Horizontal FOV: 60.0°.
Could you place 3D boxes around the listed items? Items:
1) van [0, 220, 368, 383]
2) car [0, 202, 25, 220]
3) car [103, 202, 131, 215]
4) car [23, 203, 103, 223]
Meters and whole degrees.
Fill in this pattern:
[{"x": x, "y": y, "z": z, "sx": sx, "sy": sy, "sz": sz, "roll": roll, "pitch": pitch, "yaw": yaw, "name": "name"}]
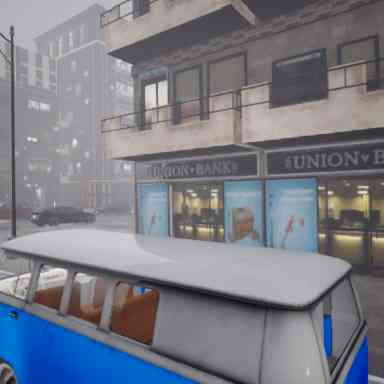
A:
[{"x": -0.479, "y": 1.341, "z": 3.202, "sx": 3.998, "sy": 1.788, "sz": 1.690, "roll": 0, "pitch": -1, "yaw": 36, "name": "van"}, {"x": -15.324, "y": 1.603, "z": 27.343, "sx": 1.967, "sy": 1.590, "sz": 4.097, "roll": -2, "pitch": -1, "yaw": 36, "name": "car"}, {"x": -8.644, "y": 1.792, "z": 36.426, "sx": 1.947, "sy": 1.339, "sz": 4.313, "roll": -2, "pitch": -1, "yaw": 36, "name": "car"}, {"x": -8.573, "y": 1.579, "z": 22.375, "sx": 1.947, "sy": 1.339, "sz": 4.313, "roll": -2, "pitch": -1, "yaw": 36, "name": "car"}]
